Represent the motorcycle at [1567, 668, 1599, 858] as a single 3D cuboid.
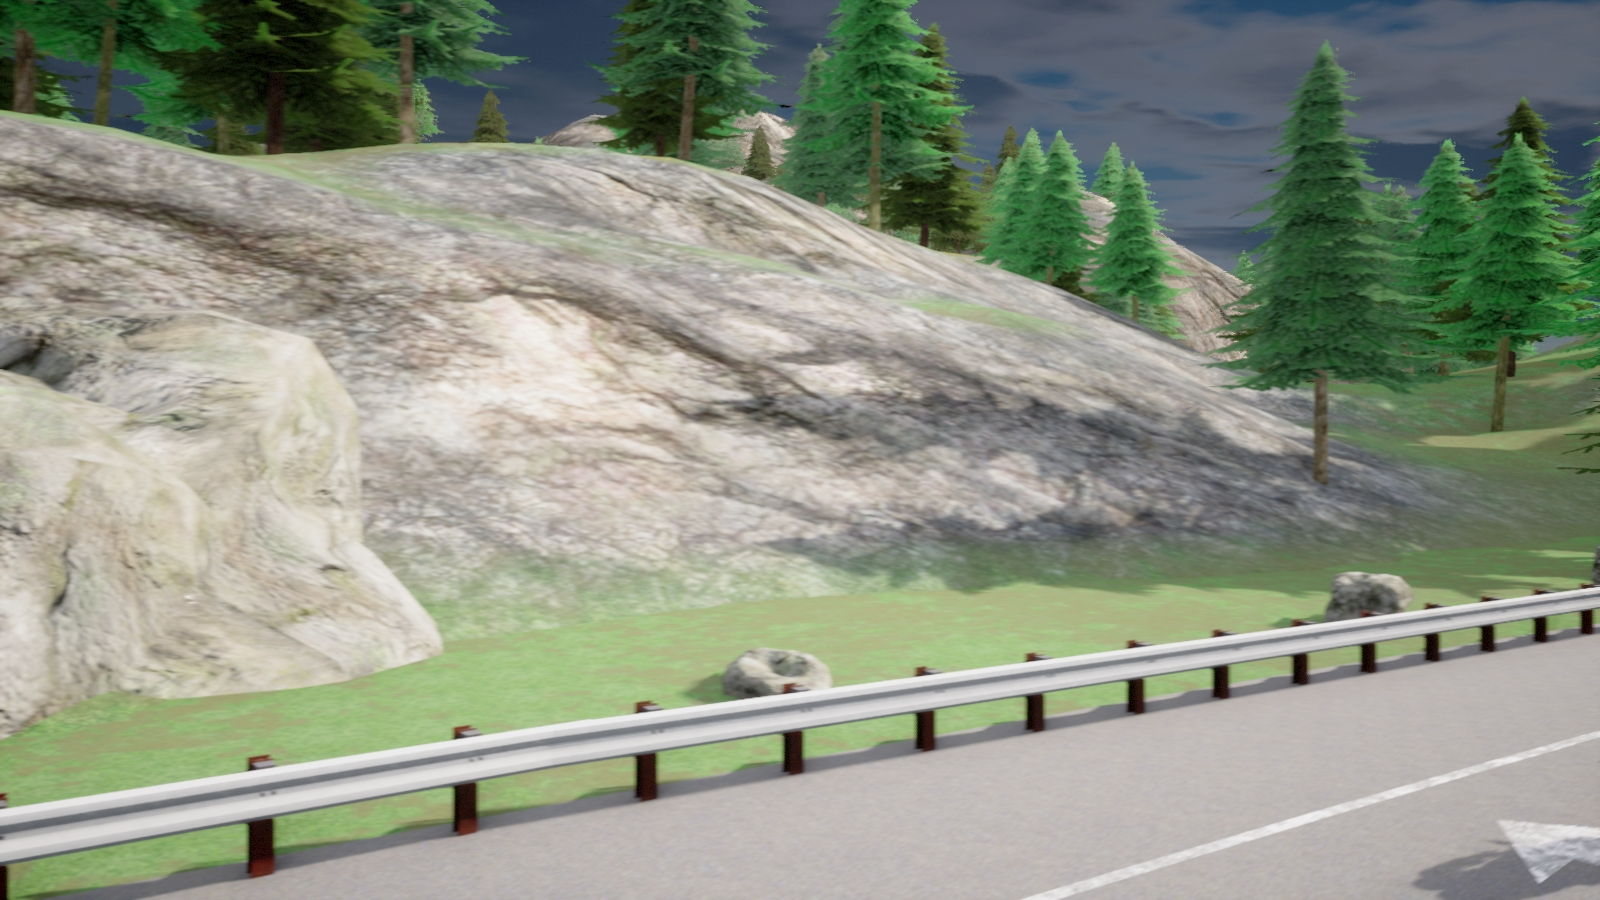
[{"bbox_3d":[6.415,2.175,8.173,2.033,1.217,0.803,0,0,-33],"label":"motorcycle"}]
